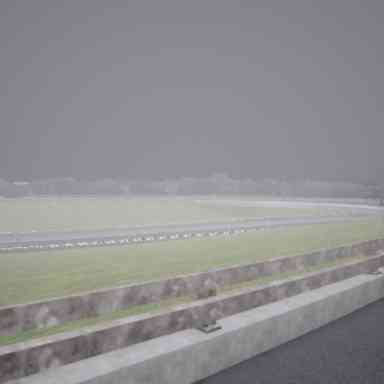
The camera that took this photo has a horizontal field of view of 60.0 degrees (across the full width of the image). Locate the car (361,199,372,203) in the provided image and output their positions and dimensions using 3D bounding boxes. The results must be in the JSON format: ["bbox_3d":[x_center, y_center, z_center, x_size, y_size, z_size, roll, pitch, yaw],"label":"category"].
[{"bbox_3d":[43.223,2.316,81.864,1.994,1.385,4.181,0,-1,0],"label":"car"}]

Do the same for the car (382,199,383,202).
[{"bbox_3d":[46.679,2.225,79.644,1.837,1.490,4.892,0,-1,0],"label":"car"}]
